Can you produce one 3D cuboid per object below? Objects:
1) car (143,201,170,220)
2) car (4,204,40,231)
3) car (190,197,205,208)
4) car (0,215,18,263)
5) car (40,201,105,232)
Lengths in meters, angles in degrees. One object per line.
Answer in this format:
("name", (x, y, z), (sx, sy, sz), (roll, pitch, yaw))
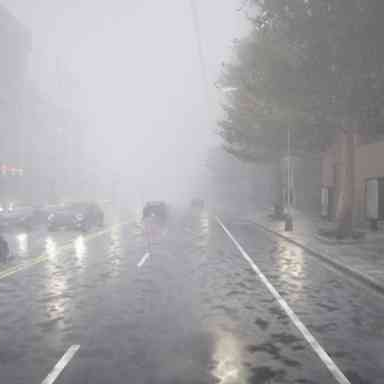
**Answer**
("car", (-3.019, 1.502, 28.393), (1.837, 1.490, 4.892), (0, 0, 1))
("car", (-10.256, 1.524, 20.830), (1.812, 1.442, 4.674), (0, 0, 1))
("car", (0.740, 1.501, 47.427), (1.837, 1.490, 4.892), (0, 0, 1))
("car", (-6.974, 1.564, 9.107), (1.994, 1.385, 4.181), (0, 0, 1))
("car", (-6.779, 1.351, 19.813), (2.097, 1.767, 4.553), (0, 0, 1))
